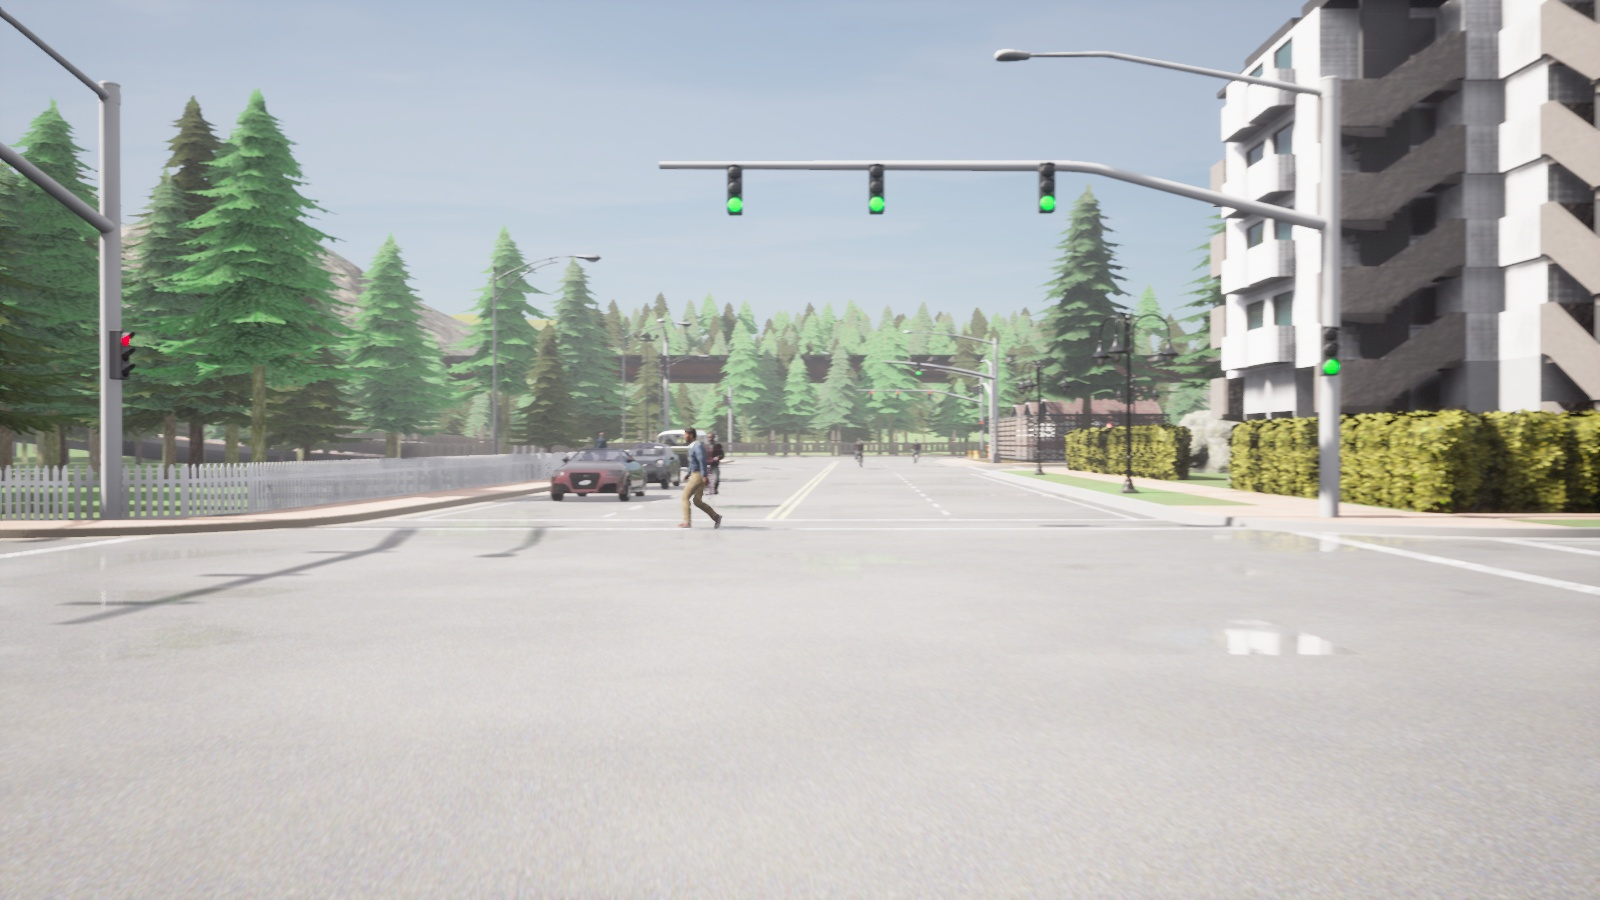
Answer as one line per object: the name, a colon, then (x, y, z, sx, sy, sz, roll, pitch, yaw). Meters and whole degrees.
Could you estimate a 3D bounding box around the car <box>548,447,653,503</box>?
car: (-5.269, 0.625, 33.705, 1.994, 1.385, 4.181, 0, 0, 3)

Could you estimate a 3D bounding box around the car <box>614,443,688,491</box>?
car: (-4.889, 0.530, 41.640, 1.845, 1.501, 3.633, 0, 0, 3)

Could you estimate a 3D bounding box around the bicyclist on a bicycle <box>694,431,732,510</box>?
bicyclist on a bicycle: (-1.991, 0.455, 28.980, 0.659, 1.776, 1.843, 0, 0, 3)

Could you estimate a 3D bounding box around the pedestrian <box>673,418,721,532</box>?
pedestrian: (-1.767, 0.425, 21.577, 0.788, 1.949, 0.423, 0, 0, 1)

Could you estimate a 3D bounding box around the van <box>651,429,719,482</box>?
van: (-4.493, 0.192, 49.861, 2.069, 2.038, 4.480, 0, 0, 3)
